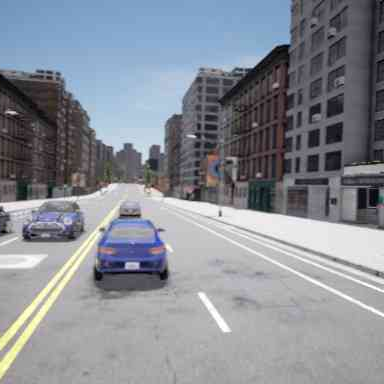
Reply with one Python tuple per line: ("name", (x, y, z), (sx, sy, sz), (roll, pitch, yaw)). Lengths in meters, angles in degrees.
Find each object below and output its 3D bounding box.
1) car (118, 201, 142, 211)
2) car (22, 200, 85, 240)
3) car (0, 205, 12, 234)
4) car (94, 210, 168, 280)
("car", (-5.119, 1.487, 27.644), (2.033, 1.411, 5.357), (2, 0, -11))
("car", (-6.416, 1.204, 15.912), (2.097, 1.767, 4.553), (2, 0, -11))
("car", (-9.464, 1.258, 14.516), (1.837, 1.490, 4.892), (2, 0, -11))
("car", (-1.771, 1.500, 9.814), (1.812, 1.442, 4.674), (2, 0, -11))
